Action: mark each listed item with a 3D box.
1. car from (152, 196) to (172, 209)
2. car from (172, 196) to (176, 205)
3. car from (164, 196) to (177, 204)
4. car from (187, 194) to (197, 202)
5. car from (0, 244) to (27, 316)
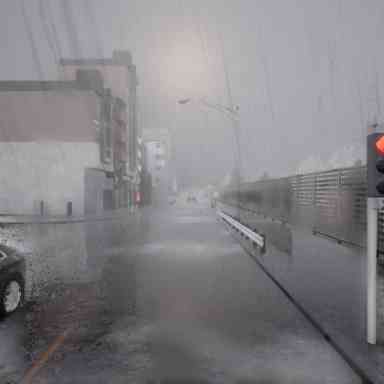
[{"bbox_3d":[-4.116,1.505,44.346,1.837,1.490,4.892,0,0,0],"label":"car"},{"bbox_3d":[-4.113,1.477,54.579,1.882,1.535,5.008,0,0,0],"label":"car"},{"bbox_3d":[-4.077,1.491,64.827,2.128,1.511,4.902,0,0,0],"label":"car"},{"bbox_3d":[-0.038,1.355,76.616,2.097,1.767,4.553,0,0,0],"label":"car"},{"bbox_3d":[-4.140,1.505,4.657,1.837,1.490,4.892,1,0,-1],"label":"car"}]
